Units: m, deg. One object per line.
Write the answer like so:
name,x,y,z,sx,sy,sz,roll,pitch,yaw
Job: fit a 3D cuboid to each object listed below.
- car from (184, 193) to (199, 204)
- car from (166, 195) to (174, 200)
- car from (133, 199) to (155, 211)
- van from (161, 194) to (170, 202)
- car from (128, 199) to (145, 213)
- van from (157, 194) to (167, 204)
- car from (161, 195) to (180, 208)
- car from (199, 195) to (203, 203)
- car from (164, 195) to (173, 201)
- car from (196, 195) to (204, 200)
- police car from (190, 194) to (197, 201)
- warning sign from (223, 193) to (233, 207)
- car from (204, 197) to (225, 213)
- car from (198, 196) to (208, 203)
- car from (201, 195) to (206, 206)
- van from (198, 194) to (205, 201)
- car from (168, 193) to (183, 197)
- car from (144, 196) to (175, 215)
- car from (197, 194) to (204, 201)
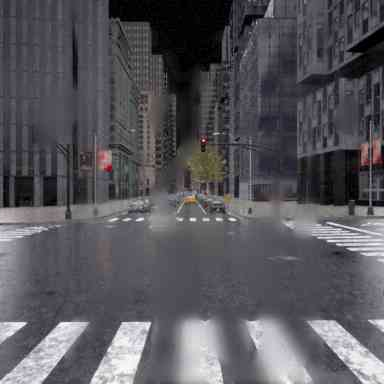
car,-0.166,1.495,64.359,1.882,1.535,5.008,0,0,-1
car,-6.213,1.624,93.735,1.802,1.307,4.206,0,0,0
car,-5.886,1.557,41.272,2.008,1.369,4.403,0,0,0
van,-6.113,1.368,77.497,1.690,1.788,3.998,0,0,0
car,-5.855,1.556,36.280,2.008,1.369,4.403,0,0,0
van,-6.045,1.360,66.670,1.690,1.788,3.998,0,0,0
car,-3.273,1.557,49.666,2.033,1.411,5.357,0,0,0
car,2.568,1.562,52.663,2.008,1.369,4.403,0,0,0
car,-6.180,1.587,88.323,2.008,1.369,4.403,0,0,0
car,2.308,1.593,94.268,2.008,1.369,4.403,0,0,0
police car,0.471,1.463,90.505,1.930,1.638,5.238,0,0,0
warning sign,4.921,1.123,45.420,1.300,1.860,1.060,0,0,0
car,2.670,1.556,36.330,2.008,1.369,4.403,0,0,0
car,2.440,1.589,73.113,1.947,1.339,4.313,0,0,0
car,2.602,1.553,47.219,1.887,1.381,4.507,0,0,0
van,2.374,1.373,83.691,1.690,1.788,3.998,0,0,0
car,-3.309,1.510,65.031,2.128,1.511,4.902,0,0,0
car,-3.183,1.496,33.817,2.128,1.511,4.902,0,0,0
car,2.506,1.567,62.535,2.008,1.369,4.403,0,0,0
